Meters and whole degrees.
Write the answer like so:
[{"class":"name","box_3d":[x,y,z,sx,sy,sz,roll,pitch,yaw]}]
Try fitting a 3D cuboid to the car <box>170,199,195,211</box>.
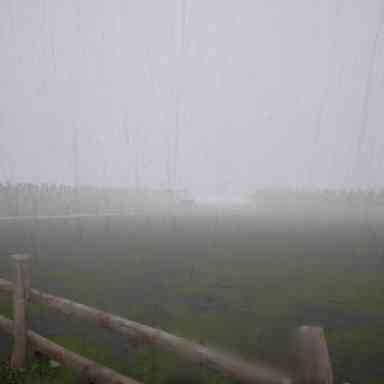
[{"class":"car","box_3d":[-1.632,2.380,61.110,2.150,2.045,5.566,-1,-2,36]}]
